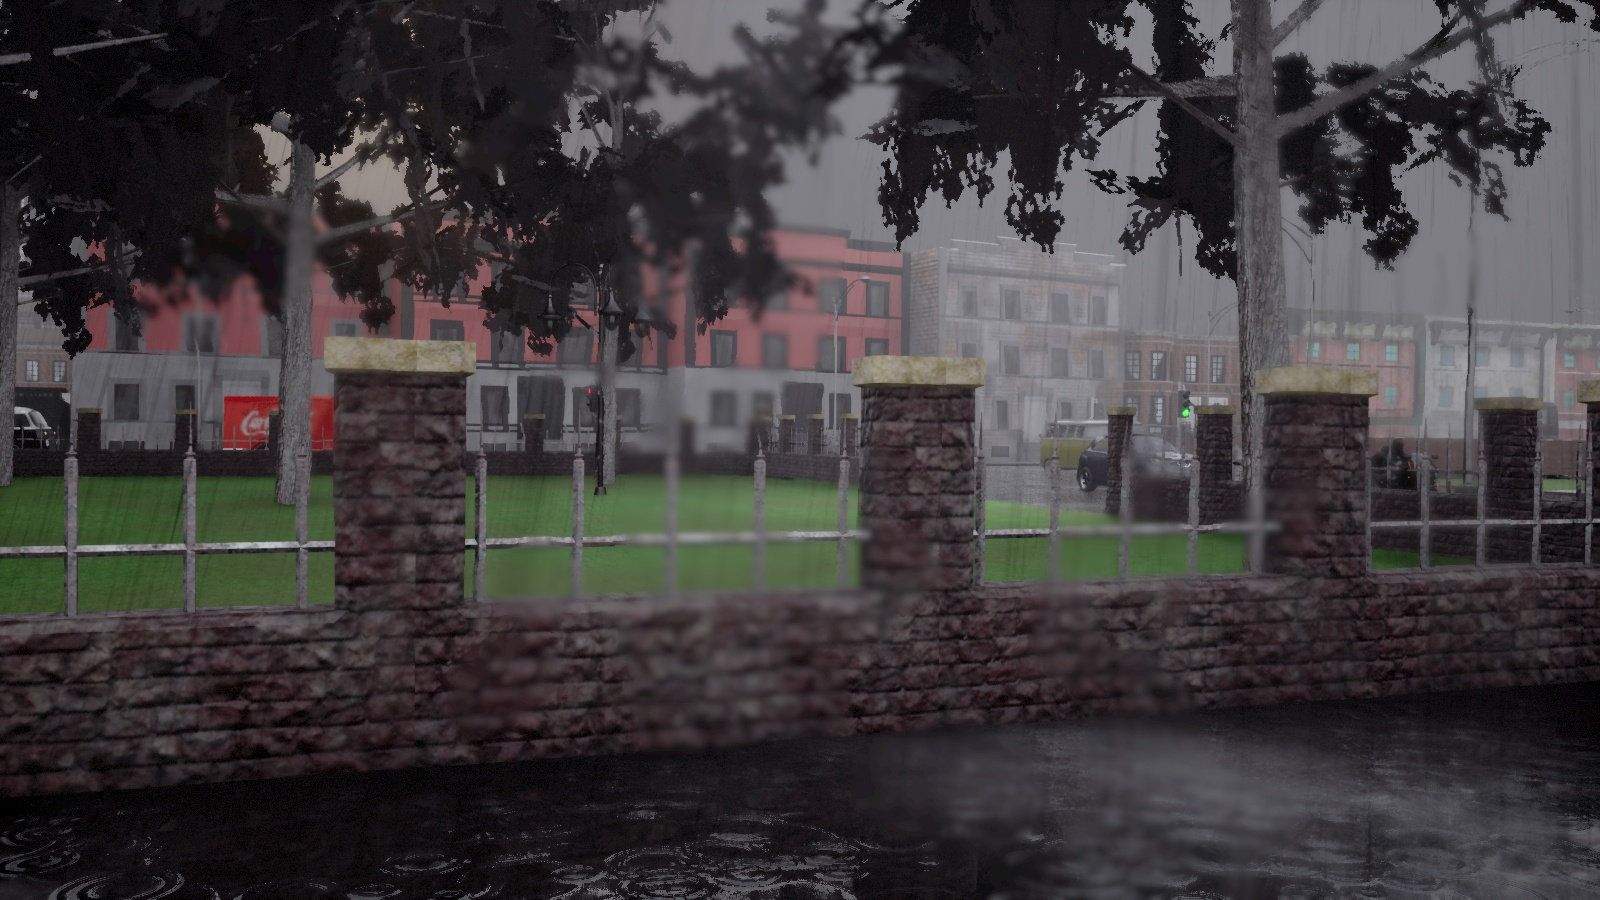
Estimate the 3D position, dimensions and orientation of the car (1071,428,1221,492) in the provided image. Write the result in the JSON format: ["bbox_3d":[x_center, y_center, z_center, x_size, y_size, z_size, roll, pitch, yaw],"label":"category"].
[{"bbox_3d":[8.567,0.208,31.409,1.845,1.501,3.633,-1,1,-20],"label":"car"}]

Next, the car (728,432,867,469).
[{"bbox_3d":[-0.075,0.022,50.688,5.357,1.411,2.033,0,1,9],"label":"car"}]

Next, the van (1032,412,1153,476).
[{"bbox_3d":[9.507,-0.221,41.143,1.775,1.987,4.442,-1,1,-19],"label":"van"}]

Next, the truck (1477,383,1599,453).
[{"bbox_3d":[39.333,-1.667,65.019,7.936,3.462,2.891,-1,1,-19],"label":"truck"}]

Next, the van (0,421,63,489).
[{"bbox_3d":[-25.457,0.169,38.585,4.480,2.038,2.069,-1,1,-19],"label":"van"}]

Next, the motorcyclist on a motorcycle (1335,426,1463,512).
[{"bbox_3d":[11.227,0.327,23.635,0.866,1.530,2.191,-1,1,-21],"label":"motorcyclist on a motorcycle"}]

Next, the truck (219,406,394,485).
[{"bbox_3d":[-16.271,-0.192,41.748,5.204,2.467,2.627,-1,1,-18],"label":"truck"}]
